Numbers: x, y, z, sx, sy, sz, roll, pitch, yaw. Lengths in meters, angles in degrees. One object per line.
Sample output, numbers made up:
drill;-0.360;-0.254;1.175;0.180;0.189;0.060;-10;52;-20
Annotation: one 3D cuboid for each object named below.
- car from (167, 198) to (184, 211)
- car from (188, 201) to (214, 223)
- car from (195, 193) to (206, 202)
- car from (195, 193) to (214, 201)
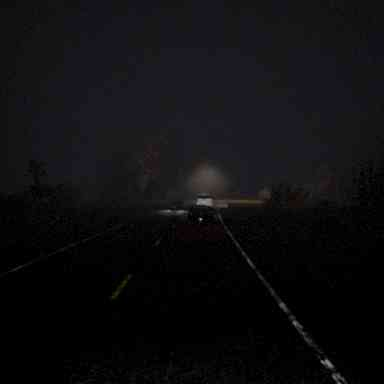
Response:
car;-2.050;1.565;42.447;1.812;1.442;4.674;0;0;4
car;0.702;1.626;25.546;1.895;1.301;4.718;0;0;2
car;2.145;1.276;82.868;2.150;2.045;5.566;0;0;7
car;1.725;1.262;43.711;2.150;2.045;5.566;0;0;4
